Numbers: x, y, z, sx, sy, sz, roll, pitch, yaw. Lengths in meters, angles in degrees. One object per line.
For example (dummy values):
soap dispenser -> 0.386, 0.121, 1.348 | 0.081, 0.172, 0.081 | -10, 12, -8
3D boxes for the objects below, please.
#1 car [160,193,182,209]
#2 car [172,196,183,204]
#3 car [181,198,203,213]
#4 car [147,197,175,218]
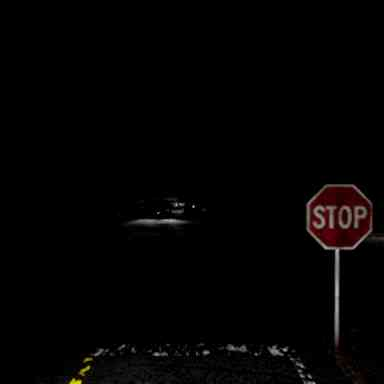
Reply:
car -> -2.776, 1.119, 42.518 | 2.150, 2.045, 5.566 | 0, 0, 0
car -> -2.693, 1.420, 61.898 | 1.895, 1.301, 4.718 | 0, 0, 1
car -> 0.155, 1.483, 36.392 | 1.994, 1.385, 4.181 | 0, 0, 0
car -> -2.768, 1.446, 29.411 | 1.837, 1.490, 4.892 | 0, 0, -1
